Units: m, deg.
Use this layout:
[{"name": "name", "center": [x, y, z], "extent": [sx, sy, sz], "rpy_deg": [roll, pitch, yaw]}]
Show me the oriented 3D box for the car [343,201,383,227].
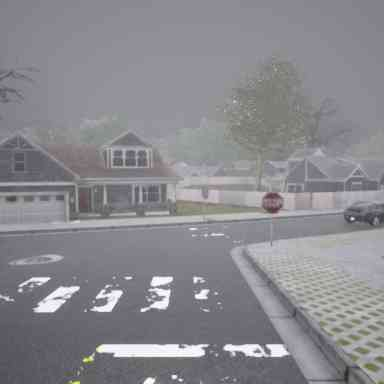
[{"name": "car", "center": [12.135, 1.385, 22.083], "extent": [4.892, 1.490, 1.837], "rpy_deg": [-1, 4, -31]}]
